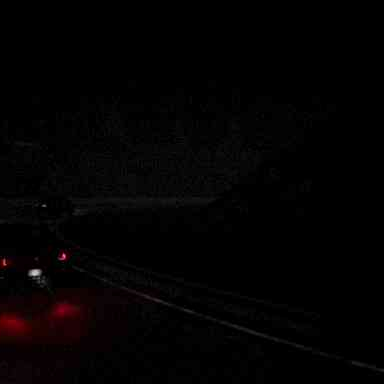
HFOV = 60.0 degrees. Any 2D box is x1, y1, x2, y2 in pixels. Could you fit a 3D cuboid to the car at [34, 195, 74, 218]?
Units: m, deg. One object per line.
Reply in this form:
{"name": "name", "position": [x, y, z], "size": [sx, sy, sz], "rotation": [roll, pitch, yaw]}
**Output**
{"name": "car", "position": [-13.151, 1.338, 32.065], "size": [2.150, 2.045, 5.566], "rotation": [0, 0, -2]}

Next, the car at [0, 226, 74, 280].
{"name": "car", "position": [-5.121, 1.633, 9.663], "size": [1.895, 1.301, 4.718], "rotation": [0, 0, -39]}
